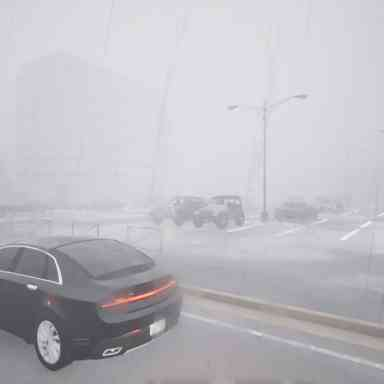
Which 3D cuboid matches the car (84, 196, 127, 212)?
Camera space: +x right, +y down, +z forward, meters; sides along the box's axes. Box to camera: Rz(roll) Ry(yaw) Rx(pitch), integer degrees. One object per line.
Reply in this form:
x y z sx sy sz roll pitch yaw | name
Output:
-9.964 1.525 39.227 1.812 1.442 4.674 0 0 34 | car

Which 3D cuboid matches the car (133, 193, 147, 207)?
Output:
-6.564 1.221 50.853 2.150 2.045 5.566 0 0 34 | car

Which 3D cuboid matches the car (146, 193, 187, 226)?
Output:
-0.617 1.153 21.873 1.932 1.855 4.605 0 0 34 | car

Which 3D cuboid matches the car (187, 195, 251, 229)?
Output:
1.747 1.156 20.203 1.905 1.878 3.866 0 0 34 | car

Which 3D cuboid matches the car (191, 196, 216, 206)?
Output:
2.026 1.491 57.029 2.128 1.511 4.902 0 0 34 | car

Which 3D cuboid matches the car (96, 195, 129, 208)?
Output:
-11.788 1.352 49.403 2.097 1.767 4.553 0 0 34 | car

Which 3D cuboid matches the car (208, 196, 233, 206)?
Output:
4.770 1.491 54.838 2.128 1.511 4.902 0 0 34 | car

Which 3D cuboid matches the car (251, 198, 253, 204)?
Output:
9.892 1.505 62.446 1.837 1.490 4.892 0 0 34 | car

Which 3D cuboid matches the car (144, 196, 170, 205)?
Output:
-6.007 1.526 57.912 1.812 1.442 4.674 0 0 35 | car

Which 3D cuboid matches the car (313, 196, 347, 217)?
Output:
13.796 1.395 33.136 1.970 1.475 3.806 0 0 34 | car

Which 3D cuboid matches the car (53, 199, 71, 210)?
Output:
-17.126 1.547 41.486 2.033 1.411 5.357 0 0 34 | car

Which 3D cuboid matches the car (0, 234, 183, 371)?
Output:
-2.416 1.505 5.725 4.892 1.490 1.837 0 0 36 | car

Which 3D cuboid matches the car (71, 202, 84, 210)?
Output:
-12.452 1.526 42.143 1.812 1.442 4.674 0 0 34 | car

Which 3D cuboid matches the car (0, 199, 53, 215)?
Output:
-17.455 1.601 34.732 1.895 1.301 4.718 0 0 34 | car
